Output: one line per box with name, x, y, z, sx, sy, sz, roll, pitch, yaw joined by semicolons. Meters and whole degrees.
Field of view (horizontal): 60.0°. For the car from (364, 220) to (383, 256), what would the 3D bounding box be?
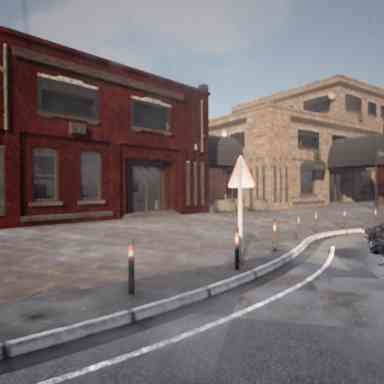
car;6.762;1.524;10.029;1.895;1.301;4.718;-1;0;15
